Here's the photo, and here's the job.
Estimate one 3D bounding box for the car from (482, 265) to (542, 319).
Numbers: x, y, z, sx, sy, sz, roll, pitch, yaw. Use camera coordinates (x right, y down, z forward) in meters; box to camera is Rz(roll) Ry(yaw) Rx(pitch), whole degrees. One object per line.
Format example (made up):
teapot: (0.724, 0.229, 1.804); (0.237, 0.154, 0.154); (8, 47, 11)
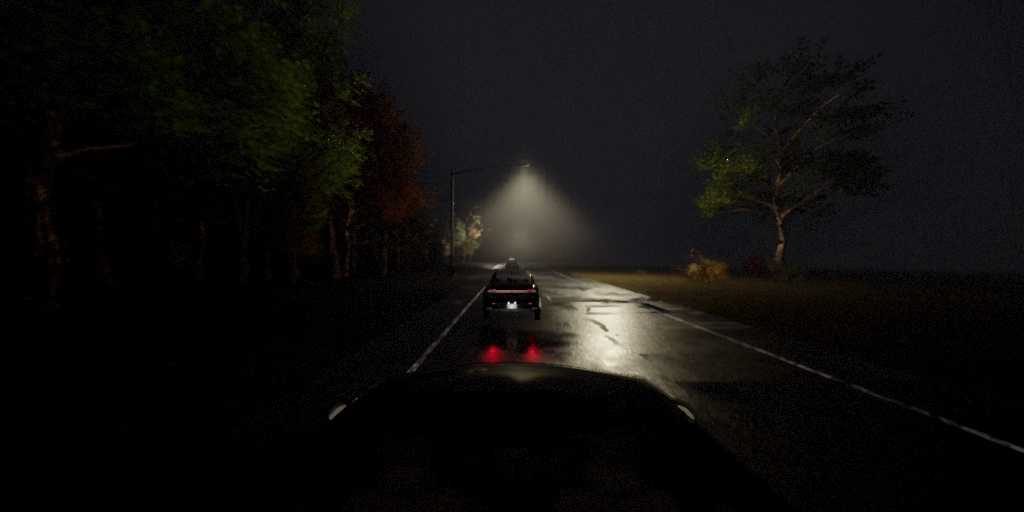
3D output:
car: (-0.001, 1.250, 12.848); (2.128, 1.511, 4.902); (0, 0, 0)

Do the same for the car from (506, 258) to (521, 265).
car: (-0.005, 1.331, 53.140); (1.994, 1.385, 4.181); (0, 0, 0)
